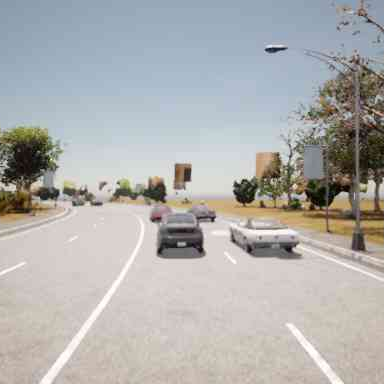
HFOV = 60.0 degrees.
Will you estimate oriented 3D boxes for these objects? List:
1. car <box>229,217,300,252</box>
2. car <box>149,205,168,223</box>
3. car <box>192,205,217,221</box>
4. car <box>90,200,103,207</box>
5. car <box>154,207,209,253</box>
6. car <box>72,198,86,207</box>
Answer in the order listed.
[{"bbox_3d":[2.915,1.746,14.580,1.895,1.301,4.718,0,-1,-5],"label":"car"},{"bbox_3d":[-2.724,1.856,29.479,1.994,1.385,4.181,0,-1,-11],"label":"car"},{"bbox_3d":[0.772,1.845,29.839,2.033,1.411,5.357,0,-1,-11],"label":"car"},{"bbox_3d":[-19.076,2.232,66.620,1.895,1.301,4.718,0,-1,-25],"label":"car"},{"bbox_3d":[-0.590,1.652,14.466,1.837,1.490,4.892,0,0,-5],"label":"car"},{"bbox_3d":[-22.188,1.976,65.069,2.097,1.767,4.553,0,-1,-27],"label":"car"}]
